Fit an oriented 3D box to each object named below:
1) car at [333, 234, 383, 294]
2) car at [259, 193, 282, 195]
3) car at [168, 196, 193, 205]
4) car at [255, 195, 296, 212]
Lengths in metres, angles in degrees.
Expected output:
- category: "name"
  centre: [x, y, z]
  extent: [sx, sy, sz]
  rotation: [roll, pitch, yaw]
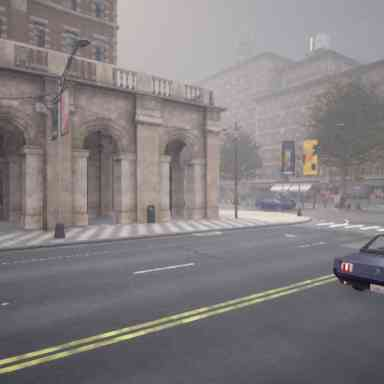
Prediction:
- category: "car"
  centre: [5.426, 1.600, 7.762]
  extent: [4.718, 1.301, 1.895]
  rotation: [0, 0, -36]
- category: "car"
  centre: [11.014, 1.219, 44.050]
  extent: [2.150, 2.045, 5.566]
  rotation: [0, 0, -36]
- category: "car"
  centre: [-2.244, 1.546, 62.437]
  extent: [2.033, 1.411, 5.357]
  rotation: [0, 0, -35]
- category: "car"
  centre: [9.763, 1.476, 39.808]
  extent: [1.882, 1.535, 5.008]
  rotation: [0, 0, -36]
